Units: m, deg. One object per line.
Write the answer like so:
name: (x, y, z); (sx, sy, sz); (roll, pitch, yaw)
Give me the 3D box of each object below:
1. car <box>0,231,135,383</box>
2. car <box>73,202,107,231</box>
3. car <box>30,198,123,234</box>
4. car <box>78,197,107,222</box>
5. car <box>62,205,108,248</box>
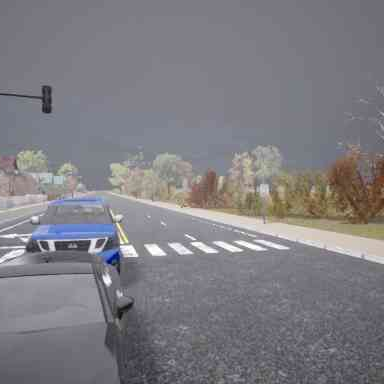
car: (-1.708, 1.524, 3.883); (1.812, 1.442, 4.674); (0, 0, -13)
car: (-6.617, 1.467, 21.778); (1.882, 1.535, 5.008); (0, 0, -16)
car: (-3.362, 1.218, 9.968); (2.150, 2.045, 5.566); (0, 0, -15)
car: (-8.192, 1.337, 27.507); (2.097, 1.767, 4.553); (0, 0, -15)
car: (-5.035, 1.498, 16.036); (1.837, 1.490, 4.892); (0, 0, -15)
